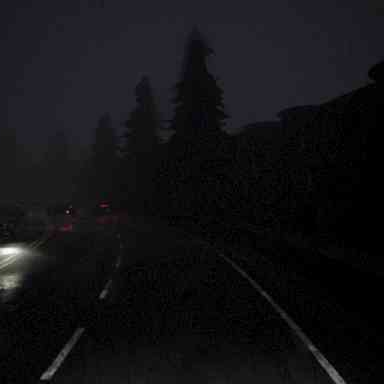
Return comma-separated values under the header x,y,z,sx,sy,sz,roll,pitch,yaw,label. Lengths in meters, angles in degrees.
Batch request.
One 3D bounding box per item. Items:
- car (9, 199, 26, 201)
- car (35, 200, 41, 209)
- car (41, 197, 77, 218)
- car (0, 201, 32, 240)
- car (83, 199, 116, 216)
x,y,z,sx,sy,sz,roll,pitch,yaw,label
-21.103,1.502,39.799,4.718,1.301,1.895,0,0,39,car
-17.867,1.388,41.648,4.902,1.511,2.128,0,0,40,car
-11.798,1.430,29.829,1.837,1.490,4.892,0,0,-35,car
-9.507,1.436,16.652,1.882,1.535,5.008,0,0,-19,car
-8.906,1.414,31.795,2.128,1.511,4.902,0,0,-35,car
